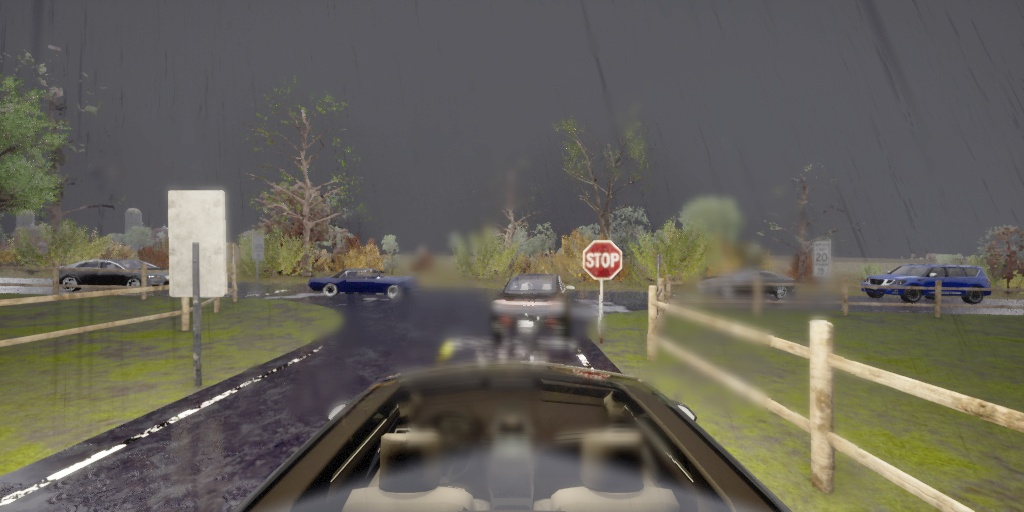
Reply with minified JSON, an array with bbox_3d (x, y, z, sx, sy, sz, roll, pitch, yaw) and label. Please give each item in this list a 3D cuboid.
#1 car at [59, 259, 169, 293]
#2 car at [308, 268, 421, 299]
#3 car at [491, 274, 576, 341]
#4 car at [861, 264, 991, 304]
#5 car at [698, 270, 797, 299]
[{"bbox_3d":[-18.490,0.885,17.020,4.902,1.511,2.128,1,1,0],"label":"car"},{"bbox_3d":[-6.823,1.248,17.004,4.718,1.301,1.895,1,1,0],"label":"car"},{"bbox_3d":[0.706,1.240,9.973,2.128,1.511,4.902,0,0,9],"label":"car"},{"bbox_3d":[22.899,1.466,19.922,5.566,2.045,2.150,1,1,0],"label":"car"},{"bbox_3d":[13.003,1.525,19.932,4.902,1.511,2.128,1,1,0],"label":"car"}]
